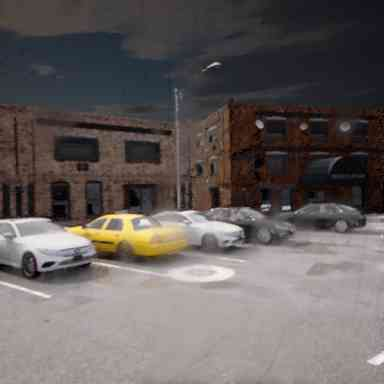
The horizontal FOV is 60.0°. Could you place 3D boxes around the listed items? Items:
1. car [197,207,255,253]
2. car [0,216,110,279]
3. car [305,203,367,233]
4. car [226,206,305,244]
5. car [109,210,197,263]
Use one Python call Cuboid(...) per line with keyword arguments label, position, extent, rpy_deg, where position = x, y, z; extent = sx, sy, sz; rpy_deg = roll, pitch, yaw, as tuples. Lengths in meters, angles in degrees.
Cuboid(label="car", position=(-0.146, 1.472, 13.490), extent=(4.674, 1.452, 2.002), rpy_deg=(-1, -1, 35))
Cuboid(label="car", position=(-4.925, 1.514, 10.083), extent=(4.674, 1.452, 2.002), rpy_deg=(-1, -1, 35))
Cuboid(label="car", position=(7.019, 1.370, 18.591), extent=(4.892, 1.521, 2.231), rpy_deg=(-1, 0, 34))
Cuboid(label="car", position=(2.239, 1.412, 15.196), extent=(4.892, 1.521, 2.231), rpy_deg=(-1, -1, 35))
Cuboid(label="car", position=(-2.690, 1.453, 11.884), extent=(5.366, 1.575, 1.946), rpy_deg=(-1, 0, 35))
